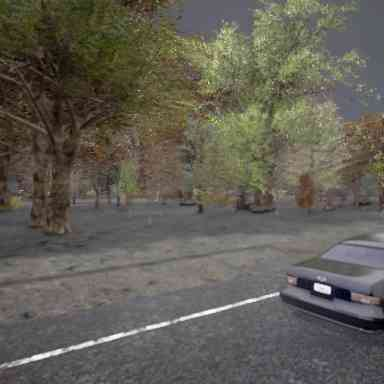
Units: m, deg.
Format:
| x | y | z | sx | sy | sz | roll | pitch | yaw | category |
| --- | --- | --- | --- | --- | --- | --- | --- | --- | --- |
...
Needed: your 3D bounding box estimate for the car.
| x | y | z | sx | sy | sz | roll | pitch | yaw | category |
| --- | --- | --- | --- | --- | --- | --- | --- | --- | --- |
| 4.081 | 1.557 | 6.652 | 5.357 | 1.411 | 2.033 | 0 | 0 | -35 | car |
